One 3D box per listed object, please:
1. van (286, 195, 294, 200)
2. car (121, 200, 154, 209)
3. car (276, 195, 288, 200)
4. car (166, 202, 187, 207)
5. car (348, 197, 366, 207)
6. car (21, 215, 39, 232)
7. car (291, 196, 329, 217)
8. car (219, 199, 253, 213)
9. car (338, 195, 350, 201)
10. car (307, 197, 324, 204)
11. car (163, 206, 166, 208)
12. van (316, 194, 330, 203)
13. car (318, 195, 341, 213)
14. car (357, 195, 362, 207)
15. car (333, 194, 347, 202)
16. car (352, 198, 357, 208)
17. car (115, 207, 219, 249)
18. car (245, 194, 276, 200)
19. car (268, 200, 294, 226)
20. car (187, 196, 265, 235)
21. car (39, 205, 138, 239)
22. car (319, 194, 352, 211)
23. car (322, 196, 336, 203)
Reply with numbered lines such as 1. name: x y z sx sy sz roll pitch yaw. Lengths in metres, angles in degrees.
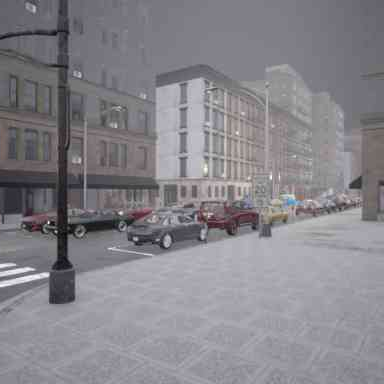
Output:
1. van: 14.299 1.340 50.183 1.690 1.788 3.998 0 0 35
2. car: -4.364 1.427 23.629 1.967 1.590 4.097 0 0 35
3. car: 11.090 1.522 45.619 1.752 1.417 4.829 0 0 35
4. car: 0.430 1.505 26.041 1.837 1.490 4.892 0 0 35
5. car: 27.085 1.594 54.421 2.008 1.369 4.403 0 0 35
6. car: -7.474 1.530 19.204 1.887 1.381 4.507 0 0 35
7. car: 11.533 1.472 32.292 1.967 1.590 4.097 0 0 35
8. car: 4.967 1.537 36.907 1.887 1.381 4.507 0 0 35
9. car: 39.182 1.557 85.590 1.887 1.381 4.507 0 0 35
10. car: 23.630 1.572 63.461 1.947 1.339 4.313 0 0 35
11. car: -1.253 1.539 28.056 2.008 1.369 4.403 0 0 35
12. van: 26.741 1.350 67.886 1.690 1.788 3.998 0 0 35
13. car: 14.643 1.474 36.717 1.967 1.590 4.097 0 0 35
14. car: 23.974 1.607 49.995 1.947 1.339 4.313 0 0 35
15. car: 36.073 1.327 81.164 2.192 1.841 5.009 0 0 35
16. car: 20.864 1.620 45.569 1.802 1.307 4.206 0 0 35
17. car: -0.909 1.575 14.590 2.008 1.369 4.403 0 0 35
18. car: 6.403 1.226 34.512 2.150 2.045 5.566 0 0 35
19. car: 5.410 1.553 23.580 1.752 1.417 4.829 0 0 35
20. car: 2.202 1.341 19.015 2.192 1.841 5.009 0 0 35
21. car: -5.329 1.598 17.843 1.895 1.301 4.718 0 0 32
22. car: 17.754 1.351 41.143 2.192 1.841 5.009 0 0 35
23. car: 29.851 1.555 72.313 1.887 1.381 4.507 0 0 35
